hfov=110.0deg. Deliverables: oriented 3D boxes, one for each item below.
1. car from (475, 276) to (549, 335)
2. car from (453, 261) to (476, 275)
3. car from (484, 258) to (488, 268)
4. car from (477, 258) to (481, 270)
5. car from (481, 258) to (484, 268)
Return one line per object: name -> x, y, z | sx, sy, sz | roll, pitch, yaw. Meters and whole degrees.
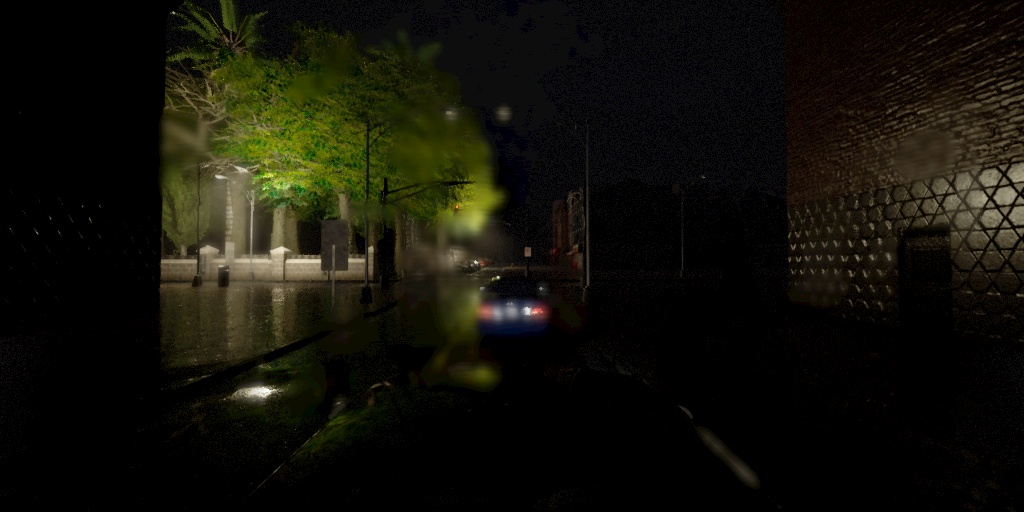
car -> 0.026, 1.300, 10.532 | 2.033, 1.411, 5.357 | 0, 0, 1
car -> -5.496, 1.331, 39.855 | 2.007, 1.370, 4.403 | 0, 0, 0
car -> -5.639, 1.414, 63.340 | 1.802, 1.307, 4.207 | 0, 0, 0
car -> -5.520, 1.342, 46.991 | 2.007, 1.370, 4.403 | 0, 0, 0
car -> -5.560, 1.368, 52.441 | 1.948, 1.339, 4.313 | 0, 0, 0
